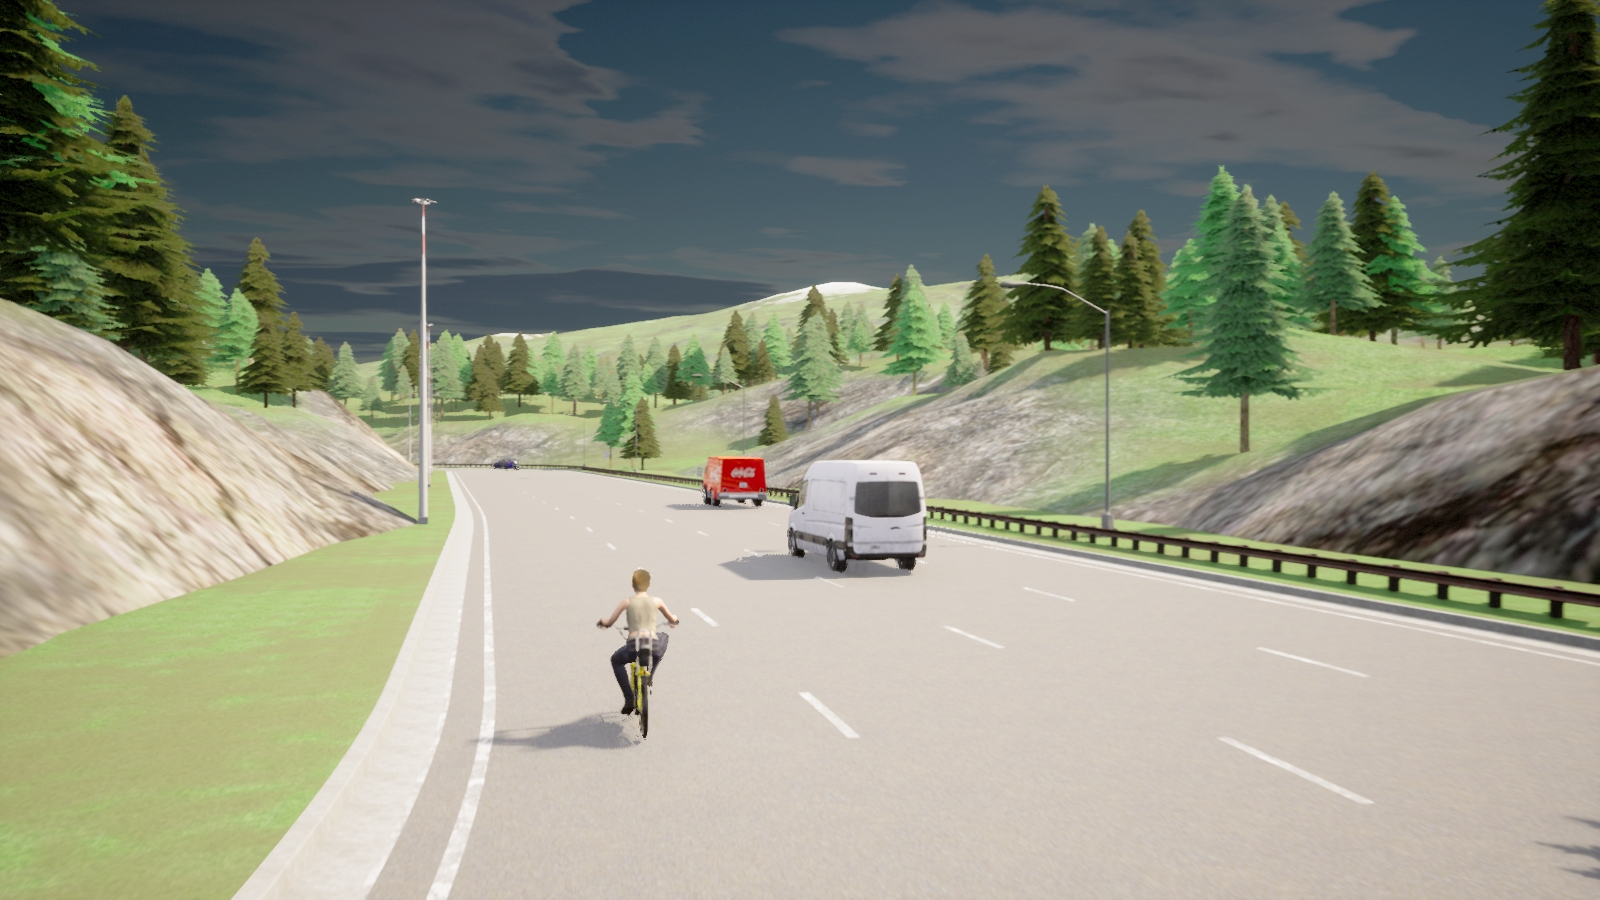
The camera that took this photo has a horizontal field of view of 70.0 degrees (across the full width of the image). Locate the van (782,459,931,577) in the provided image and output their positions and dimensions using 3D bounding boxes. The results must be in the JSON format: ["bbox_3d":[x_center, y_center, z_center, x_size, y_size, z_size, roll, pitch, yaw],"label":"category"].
[{"bbox_3d":[1.239,1.535,28.402,1.988,2.561,5.915,0,0,-15],"label":"van"}]

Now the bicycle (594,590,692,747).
[{"bbox_3d":[-1.619,2.158,11.580,0.859,1.276,1.487,0,0,-13],"label":"bicycle"}]

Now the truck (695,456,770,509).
[{"bbox_3d":[-3.486,1.572,57.662,2.627,2.467,5.204,0,0,-17],"label":"truck"}]
